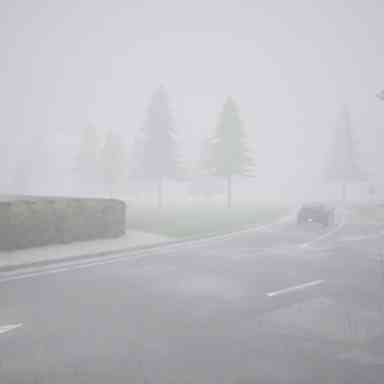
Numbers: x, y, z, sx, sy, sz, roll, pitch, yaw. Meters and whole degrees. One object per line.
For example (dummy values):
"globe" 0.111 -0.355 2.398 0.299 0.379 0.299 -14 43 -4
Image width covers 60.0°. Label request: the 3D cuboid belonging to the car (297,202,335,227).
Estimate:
"car" 8.447 1.458 22.561 1.837 1.490 4.892 0 0 29
